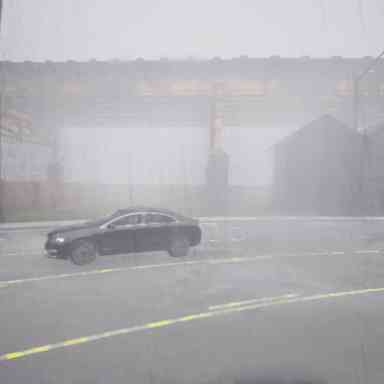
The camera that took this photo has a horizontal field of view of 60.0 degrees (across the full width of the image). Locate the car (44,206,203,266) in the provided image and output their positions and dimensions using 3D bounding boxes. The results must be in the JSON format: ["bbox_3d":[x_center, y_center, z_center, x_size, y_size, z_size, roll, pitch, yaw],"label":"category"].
[{"bbox_3d":[-2.022,1.293,10.601,4.902,1.511,2.128,0,1,-25],"label":"car"}]

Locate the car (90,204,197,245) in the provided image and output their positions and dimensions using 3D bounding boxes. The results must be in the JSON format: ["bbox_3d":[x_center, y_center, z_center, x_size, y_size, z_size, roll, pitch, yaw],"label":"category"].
[{"bbox_3d":[-2.113,1.304,14.349,4.181,1.385,1.994,0,1,-23],"label":"car"}]
